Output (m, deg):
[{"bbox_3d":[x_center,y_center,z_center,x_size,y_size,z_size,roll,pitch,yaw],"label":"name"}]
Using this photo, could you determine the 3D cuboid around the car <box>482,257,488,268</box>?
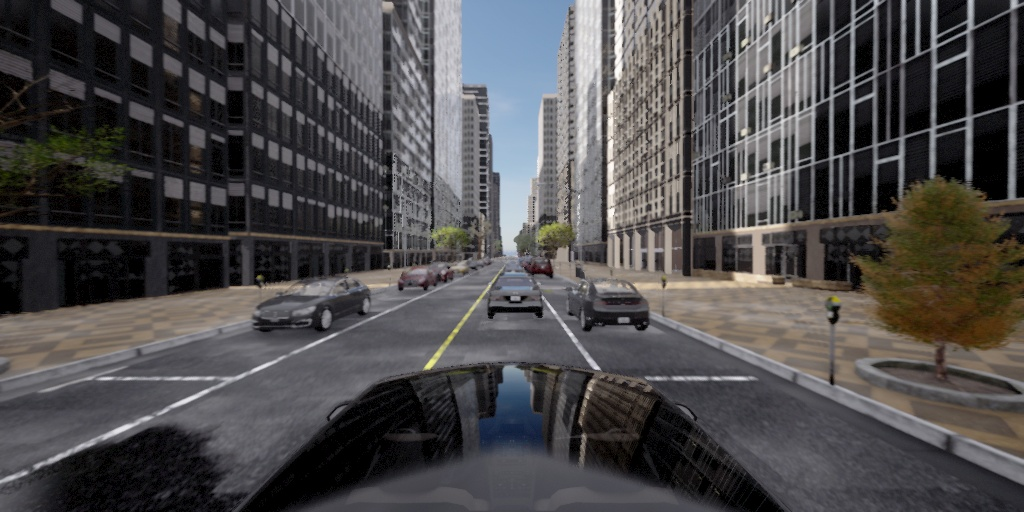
[{"bbox_3d":[-5.704,1.333,61.939,2.007,1.370,4.403,0,0,0],"label":"car"}]

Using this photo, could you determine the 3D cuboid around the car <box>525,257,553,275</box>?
[{"bbox_3d":[2.682,1.083,33.522,2.192,1.841,5.009,0,0,0],"label":"car"}]

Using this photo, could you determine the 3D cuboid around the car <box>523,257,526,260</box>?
[{"bbox_3d":[2.681,1.086,39.206,2.192,1.841,5.009,0,0,0],"label":"car"}]

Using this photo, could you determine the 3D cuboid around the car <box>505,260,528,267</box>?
[{"bbox_3d":[0.094,1.315,31.823,2.033,1.411,5.357,0,0,0],"label":"car"}]

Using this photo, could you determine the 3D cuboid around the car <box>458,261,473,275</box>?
[{"bbox_3d":[-5.699,1.298,39.034,1.751,1.417,4.829,0,0,0],"label":"car"}]

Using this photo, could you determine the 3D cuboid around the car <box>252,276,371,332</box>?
[{"bbox_3d":[-5.694,1.307,10.785,2.007,1.370,4.403,0,0,0],"label":"car"}]

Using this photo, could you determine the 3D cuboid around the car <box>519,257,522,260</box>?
[{"bbox_3d":[2.676,1.222,61.940,1.967,1.591,4.097,0,0,0],"label":"car"}]

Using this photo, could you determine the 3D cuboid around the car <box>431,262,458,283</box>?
[{"bbox_3d":[-5.697,1.206,27.836,1.967,1.591,4.097,0,0,0],"label":"car"}]

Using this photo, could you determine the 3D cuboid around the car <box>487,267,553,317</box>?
[{"bbox_3d":[0.099,1.304,13.109,2.033,1.411,5.357,0,0,0],"label":"car"}]

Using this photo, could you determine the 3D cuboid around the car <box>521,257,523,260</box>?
[{"bbox_3d":[2.679,1.217,50.573,1.967,1.591,4.097,0,0,0],"label":"car"}]

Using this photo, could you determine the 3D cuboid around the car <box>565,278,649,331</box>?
[{"bbox_3d":[2.687,1.306,10.787,2.007,1.370,4.403,0,0,0],"label":"car"}]

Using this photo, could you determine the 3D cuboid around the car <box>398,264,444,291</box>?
[{"bbox_3d":[-5.696,1.345,22.153,1.802,1.307,4.207,0,0,0],"label":"car"}]

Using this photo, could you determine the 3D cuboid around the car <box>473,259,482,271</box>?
[{"bbox_3d":[-5.702,1.344,50.572,1.948,1.339,4.313,0,0,0],"label":"car"}]
